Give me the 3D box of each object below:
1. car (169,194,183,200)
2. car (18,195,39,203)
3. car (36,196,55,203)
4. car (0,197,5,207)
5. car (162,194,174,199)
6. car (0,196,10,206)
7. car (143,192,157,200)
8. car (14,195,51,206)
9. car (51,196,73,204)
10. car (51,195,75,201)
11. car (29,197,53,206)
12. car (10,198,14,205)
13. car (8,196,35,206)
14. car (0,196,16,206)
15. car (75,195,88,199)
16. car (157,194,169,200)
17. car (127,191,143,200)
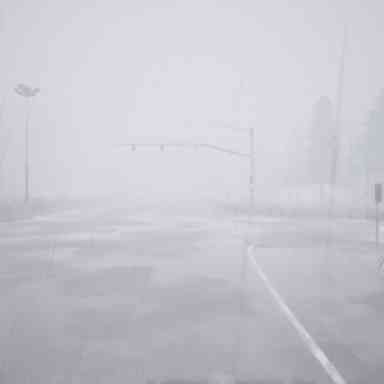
[{"bbox_3d":[-3.811,1.182,86.474,2.097,1.767,4.553,0,0,-18],"label":"car"},{"bbox_3d":[-31.676,1.356,64.618,1.882,1.535,5.008,0,0,-3],"label":"car"},{"bbox_3d":[-28.102,1.431,63.773,1.994,1.385,4.181,0,0,-3],"label":"car"},{"bbox_3d":[-28.081,1.478,45.964,1.994,1.385,4.181,0,0,2],"label":"car"},{"bbox_3d":[-6.849,1.310,95.194,1.837,1.490,4.892,0,0,-26],"label":"car"},{"bbox_3d":[-21.117,1.462,34.077,1.812,1.442,4.674,0,0,0],"label":"car"},{"bbox_3d":[-11.647,1.046,88.049,2.150,2.045,5.566,0,0,-22],"label":"car"},{"bbox_3d":[-21.111,1.421,44.235,1.837,1.490,4.892,0,0,0],"label":"car"},{"bbox_3d":[-24.596,1.425,63.118,2.033,1.411,5.357,0,0,0],"label":"car"},{"bbox_3d":[-21.075,1.250,53.374,2.097,1.767,4.553,0,0,0],"label":"car"},{"bbox_3d":[-24.555,1.461,54.150,1.994,1.385,4.181,0,0,0],"label":"car"},{"bbox_3d":[-24.604,1.515,45.342,1.895,1.301,4.718,0,0,0],"label":"car"},{"bbox_3d":[-28.031,1.401,54.874,1.837,1.490,4.892,0,0,0],"label":"car"},{"bbox_3d":[-31.530,1.444,55.063,2.033,1.411,5.357,0,0,0],"label":"car"},{"bbox_3d":[-21.088,1.357,62.598,1.882,1.535,5.008,0,0,0],"label":"car"},{"bbox_3d":[-8.646,1.299,90.053,1.882,1.535,5.008,0,0,-22],"label":"car"},{"bbox_3d":[-14.968,1.302,86.951,1.882,1.535,5.008,0,0,-22],"label":"car"}]
